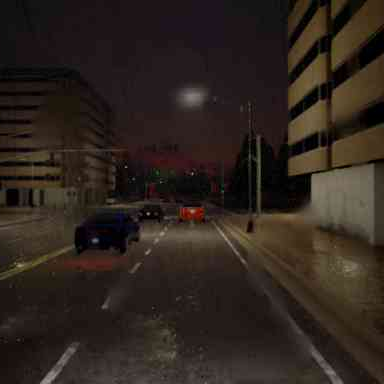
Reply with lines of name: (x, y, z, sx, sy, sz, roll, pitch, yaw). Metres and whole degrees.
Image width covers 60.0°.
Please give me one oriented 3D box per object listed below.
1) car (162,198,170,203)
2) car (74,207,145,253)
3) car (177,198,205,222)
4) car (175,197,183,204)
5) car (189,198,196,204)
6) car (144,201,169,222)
car: (-6.962, 2.307, 88.584, 1.882, 1.535, 5.008, 0, -1, 0)
car: (-3.489, 1.615, 14.488, 1.882, 1.535, 5.008, 0, 0, 0)
car: (0.015, 1.625, 29.091, 2.097, 1.767, 4.553, 0, -1, 0)
car: (-3.462, 2.302, 89.424, 1.882, 1.535, 5.008, 0, -1, 0)
car: (0.038, 2.362, 89.693, 1.812, 1.442, 4.674, 0, -1, 0)
car: (-3.487, 1.821, 28.996, 2.033, 1.411, 5.357, 0, -1, 0)
